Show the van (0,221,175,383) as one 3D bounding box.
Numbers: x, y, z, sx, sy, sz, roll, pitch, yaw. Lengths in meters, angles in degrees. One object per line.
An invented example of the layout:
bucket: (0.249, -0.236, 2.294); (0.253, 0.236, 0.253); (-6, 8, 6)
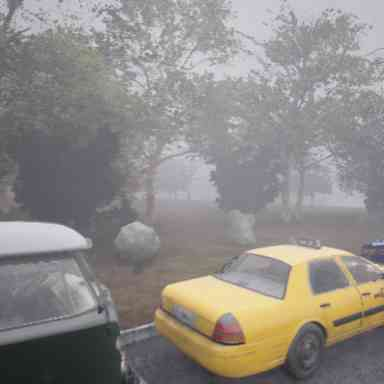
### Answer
van: (-2.538, 1.244, 2.242); (4.442, 1.987, 1.878); (1, -1, -33)

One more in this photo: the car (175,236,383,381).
car: (2.053, 1.535, 5.511); (5.366, 1.575, 1.946); (1, -1, -33)
